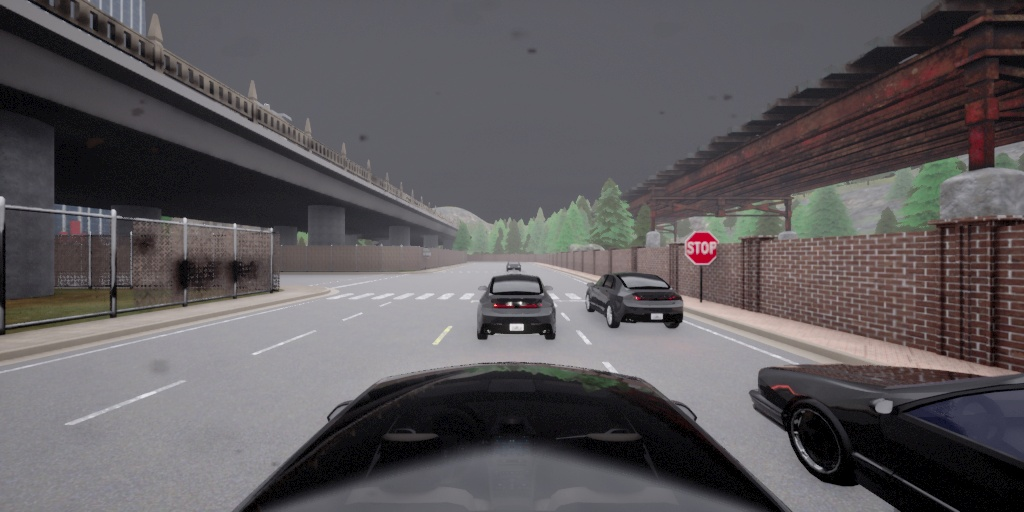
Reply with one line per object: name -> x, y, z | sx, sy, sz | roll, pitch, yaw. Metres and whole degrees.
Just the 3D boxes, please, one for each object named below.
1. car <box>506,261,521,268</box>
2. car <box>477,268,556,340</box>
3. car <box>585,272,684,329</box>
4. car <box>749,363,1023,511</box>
car -> 0.212, 1.349, 46.249 | 1.895, 1.301, 4.718 | 0, 0, -1
car -> 0.104, 1.254, 9.959 | 1.837, 1.490, 4.892 | 0, 0, 0
car -> 3.606, 1.254, 11.316 | 1.837, 1.490, 4.892 | 0, 0, 0
car -> 3.600, 1.297, 1.570 | 2.033, 1.411, 5.357 | 0, 0, 0
